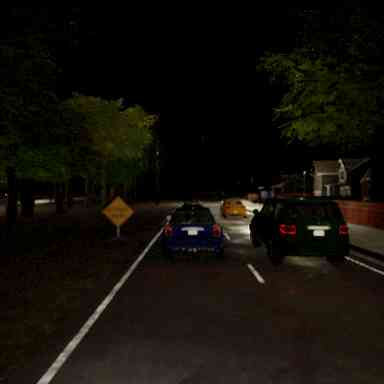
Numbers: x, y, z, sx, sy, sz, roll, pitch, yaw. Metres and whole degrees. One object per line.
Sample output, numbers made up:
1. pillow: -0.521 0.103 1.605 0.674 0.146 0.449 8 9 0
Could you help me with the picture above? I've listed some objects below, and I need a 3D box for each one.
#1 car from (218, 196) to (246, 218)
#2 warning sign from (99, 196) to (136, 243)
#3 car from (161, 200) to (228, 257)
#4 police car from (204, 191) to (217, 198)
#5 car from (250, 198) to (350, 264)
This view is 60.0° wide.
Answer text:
1. car: 3.553 1.409 29.227 1.882 1.535 5.008 0 1 1
2. warning sign: -3.045 1.097 13.757 1.300 1.860 1.060 0 0 0
3. car: 0.042 1.334 12.928 2.097 1.767 4.553 0 0 0
4. police car: 4.816 0.889 93.132 1.930 1.638 5.238 0 1 16
5. car: 3.529 1.208 11.869 2.150 2.045 5.566 0 0 1
